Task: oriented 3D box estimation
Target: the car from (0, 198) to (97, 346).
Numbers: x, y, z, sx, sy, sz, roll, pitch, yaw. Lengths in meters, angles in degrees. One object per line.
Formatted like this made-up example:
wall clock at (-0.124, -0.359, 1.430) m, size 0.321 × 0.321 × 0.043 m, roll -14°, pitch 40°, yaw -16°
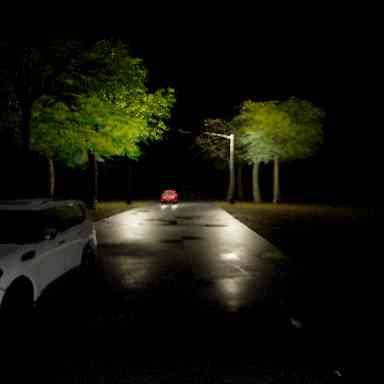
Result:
car at (-3.593, 1.180, 6.642) m, size 2.150 × 2.045 × 5.566 m, roll 0°, pitch 0°, yaw 0°

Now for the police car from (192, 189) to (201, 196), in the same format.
police car at (1.532, 0.391, 93.158) m, size 1.930 × 1.638 × 5.238 m, roll 0°, pitch 1°, yaw 0°

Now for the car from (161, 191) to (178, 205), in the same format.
car at (-3.347, 0.797, 49.897) m, size 2.150 × 2.045 × 5.566 m, roll 0°, pitch 0°, yaw 1°
